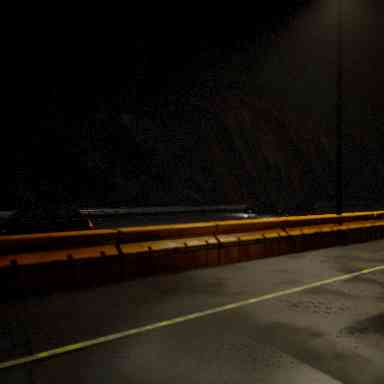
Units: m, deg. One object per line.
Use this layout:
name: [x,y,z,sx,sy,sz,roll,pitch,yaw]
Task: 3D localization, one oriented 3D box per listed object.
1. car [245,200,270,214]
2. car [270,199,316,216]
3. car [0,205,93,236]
car: [8.055,1.565,35.055,5.357,1.411,2.033,0,0,-35]
car: [10.058,1.426,32.185,4.674,1.442,1.812,0,0,-35]
car: [-6.084,1.323,12.489,4.553,1.767,2.097,0,0,-36]
